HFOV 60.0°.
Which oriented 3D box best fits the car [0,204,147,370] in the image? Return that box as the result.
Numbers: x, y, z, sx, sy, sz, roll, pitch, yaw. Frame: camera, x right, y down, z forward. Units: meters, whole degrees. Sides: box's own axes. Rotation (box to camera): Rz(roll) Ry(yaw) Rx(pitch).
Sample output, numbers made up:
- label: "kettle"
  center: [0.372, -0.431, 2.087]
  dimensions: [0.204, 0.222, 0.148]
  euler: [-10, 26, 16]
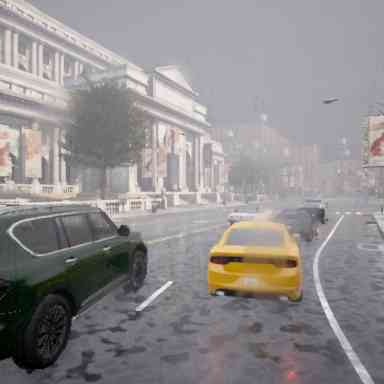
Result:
- label: "car"
  center: [-2.556, 1.223, 5.976]
  dimensions: [2.150, 2.045, 5.566]
  euler: [0, 0, 10]

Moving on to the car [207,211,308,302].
- label: "car"
  center: [1.700, 1.477, 8.446]
  dimensions: [1.882, 1.535, 5.008]
  euler: [0, 0, 15]

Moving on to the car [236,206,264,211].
- label: "car"
  center: [4.062, 1.598, 22.486]
  dimensions: [1.895, 1.301, 4.718]
  euler: [0, 0, 26]

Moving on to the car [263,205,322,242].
- label: "car"
  center: [5.162, 1.562, 16.744]
  dimensions: [1.994, 1.385, 4.181]
  euler: [0, 0, 26]

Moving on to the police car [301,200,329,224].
- label: "police car"
  center: [9.169, 1.422, 25.099]
  dimensions: [1.930, 1.638, 5.238]
  euler: [0, 0, 27]
